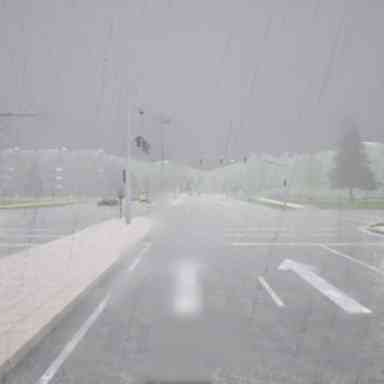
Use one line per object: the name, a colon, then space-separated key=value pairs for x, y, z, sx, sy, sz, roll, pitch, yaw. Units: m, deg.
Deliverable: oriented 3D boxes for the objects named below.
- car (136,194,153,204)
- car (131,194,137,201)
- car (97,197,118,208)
car: x=-8.029 y=1.207 z=58.859 sx=1.882 sy=1.535 sz=5.008 roll=0 pitch=0 yaw=1
car: x=-11.501 y=1.192 z=67.078 sx=1.837 sy=1.490 sz=4.892 roll=0 pitch=1 yaw=0
car: x=-11.500 y=1.405 z=45.247 sx=1.895 sy=1.301 sz=4.718 roll=0 pitch=0 yaw=0
